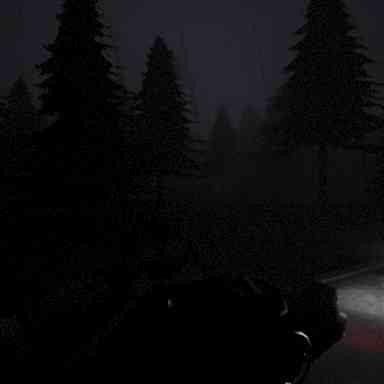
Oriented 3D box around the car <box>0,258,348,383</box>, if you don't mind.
[{"bbox_3d":[-0.454,1.546,3.668,5.357,1.411,2.033,0,0,-35],"label":"car"}]
